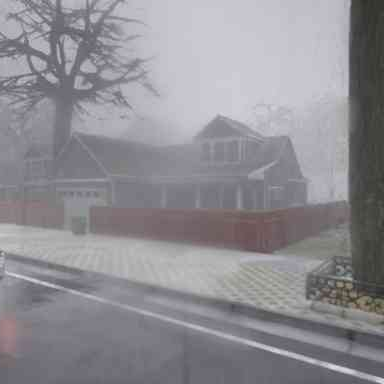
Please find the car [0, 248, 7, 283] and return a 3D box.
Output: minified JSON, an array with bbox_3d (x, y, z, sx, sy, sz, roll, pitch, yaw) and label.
[{"bbox_3d":[-6.288,1.509,8.107,4.674,1.442,1.812,0,0,36],"label":"car"}]
